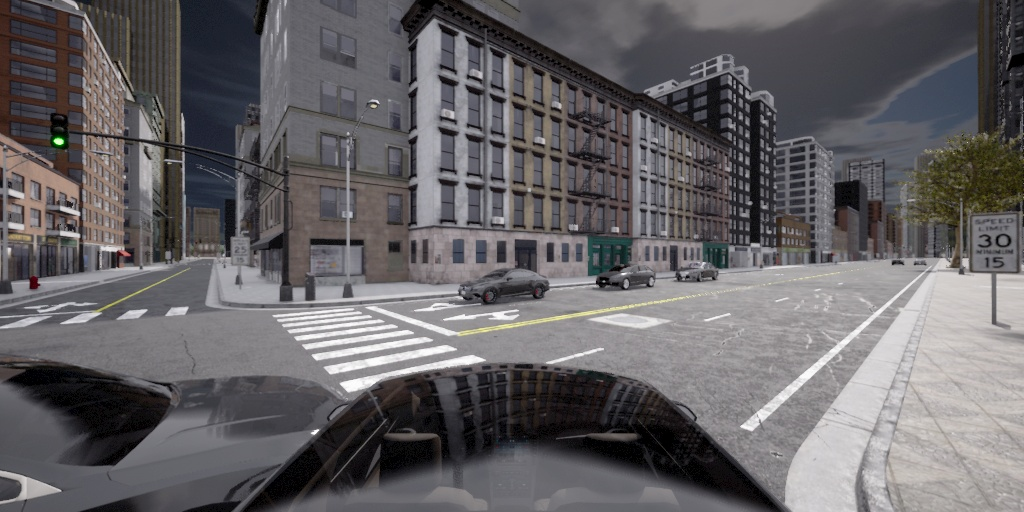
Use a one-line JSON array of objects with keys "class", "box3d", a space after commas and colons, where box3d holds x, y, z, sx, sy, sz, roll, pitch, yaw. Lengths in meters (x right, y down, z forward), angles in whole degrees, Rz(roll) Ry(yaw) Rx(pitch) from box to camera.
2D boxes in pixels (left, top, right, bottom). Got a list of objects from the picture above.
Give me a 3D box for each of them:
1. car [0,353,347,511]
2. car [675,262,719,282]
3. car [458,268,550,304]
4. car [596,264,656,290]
[{"class": "car", "box3d": [-3.246, 1.256, 1.589, 4.892, 1.490, 1.837, 0, 0, -35]}, {"class": "car", "box3d": [15.266, 1.250, 29.507, 4.902, 1.511, 2.128, 0, 0, -40]}, {"class": "car", "box3d": [-0.264, 1.292, 16.602, 4.674, 1.442, 1.812, 0, 0, -40]}, {"class": "car", "box3d": [7.344, 1.268, 22.929, 4.892, 1.490, 1.837, 0, 0, -40]}]
